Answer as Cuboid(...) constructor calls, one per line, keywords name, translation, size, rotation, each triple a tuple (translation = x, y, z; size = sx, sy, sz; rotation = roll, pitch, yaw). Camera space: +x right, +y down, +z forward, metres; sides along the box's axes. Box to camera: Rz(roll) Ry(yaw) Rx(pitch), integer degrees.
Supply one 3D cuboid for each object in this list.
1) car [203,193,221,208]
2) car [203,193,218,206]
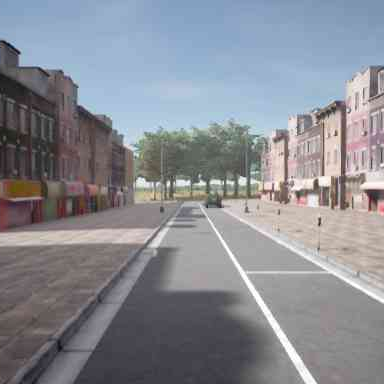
Cuboid(name="car", translation=(2.981, 1.239, 47.976), size=(2.150, 2.045, 5.566), rotation=(0, 0, 0))
Cuboid(name="car", translation=(2.981, 1.254, 54.978), size=(2.150, 2.045, 5.566), rotation=(0, 0, 0))
